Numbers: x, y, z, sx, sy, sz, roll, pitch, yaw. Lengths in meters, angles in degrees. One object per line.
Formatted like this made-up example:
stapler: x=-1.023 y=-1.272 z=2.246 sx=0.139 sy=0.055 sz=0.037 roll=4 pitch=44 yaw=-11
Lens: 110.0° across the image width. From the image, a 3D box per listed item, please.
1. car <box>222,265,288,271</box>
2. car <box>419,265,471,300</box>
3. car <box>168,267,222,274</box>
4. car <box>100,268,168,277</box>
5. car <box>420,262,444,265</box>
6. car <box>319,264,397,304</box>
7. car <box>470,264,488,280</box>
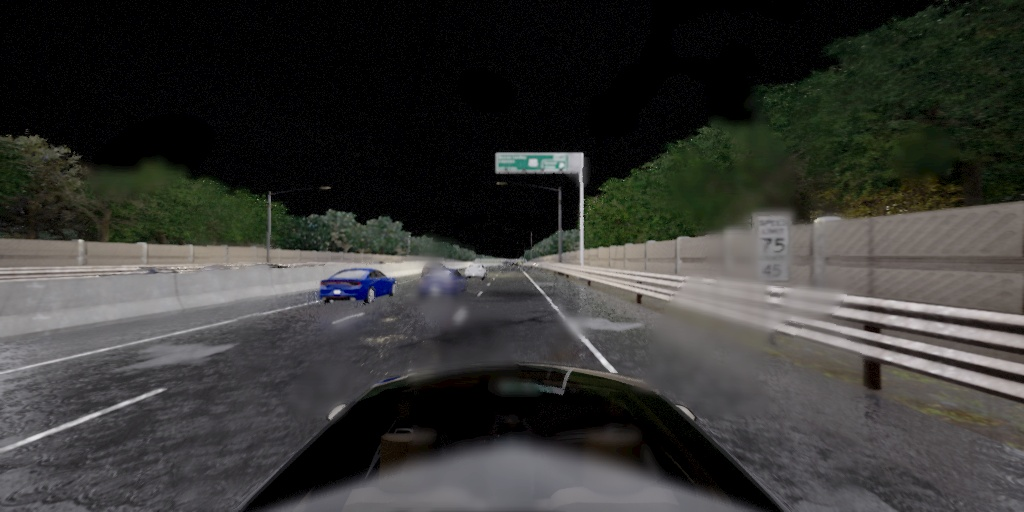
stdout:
car: x=-17.599 y=1.376 z=25.519 sx=1.837 sy=1.490 sz=4.892 roll=0 pitch=0 yaw=0
car: x=-3.401 y=1.346 z=18.241 sx=1.812 sy=1.442 sz=4.674 roll=0 pitch=0 yaw=0
car: x=-21.098 y=1.434 z=25.321 sx=1.994 sy=1.385 sz=4.181 roll=0 pitch=0 yaw=0
car: x=-24.600 y=1.463 z=24.262 sx=1.895 sy=1.301 sz=4.718 roll=0 pitch=0 yaw=0
car: x=-6.901 y=1.427 z=32.941 sx=1.837 sy=1.490 sz=4.892 roll=0 pitch=0 yaw=0
car: x=-6.902 y=1.288 z=16.627 sx=1.882 sy=1.535 sz=5.008 roll=0 pitch=0 yaw=0
car: x=-3.400 y=1.455 z=33.988 sx=1.812 sy=1.442 sz=4.674 roll=0 pitch=0 yaw=0
